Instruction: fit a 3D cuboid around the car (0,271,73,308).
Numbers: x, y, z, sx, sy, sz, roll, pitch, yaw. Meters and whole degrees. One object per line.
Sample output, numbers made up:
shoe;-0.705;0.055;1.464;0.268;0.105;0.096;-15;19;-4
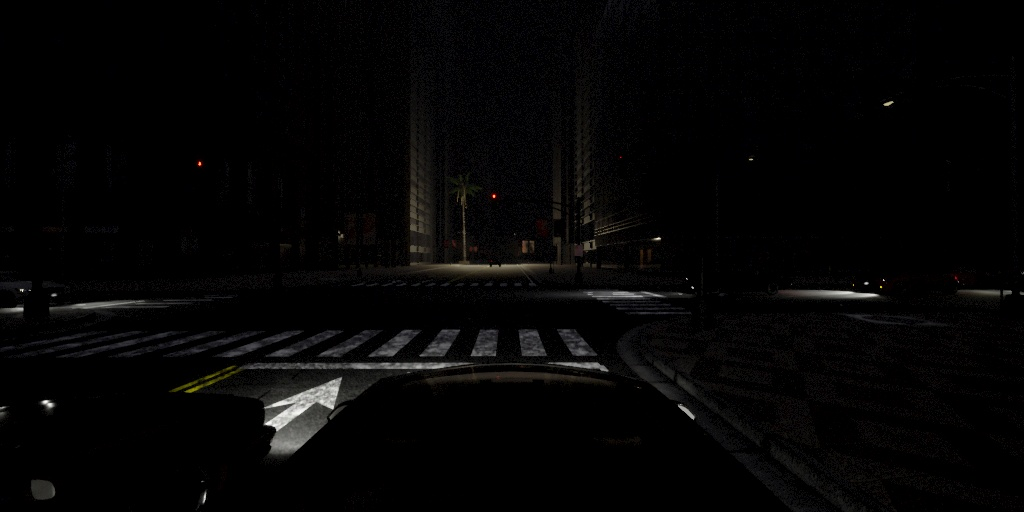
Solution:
car;-21.380;1.353;14.950;4.674;1.442;1.812;0;0;1

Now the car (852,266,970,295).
car;20.625;1.252;18.880;4.181;1.385;1.994;0;0;-1

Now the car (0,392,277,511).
car;-3.176;1.297;0.730;2.033;1.411;5.357;0;0;4

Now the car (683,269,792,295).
car;11.616;1.320;18.727;4.718;1.301;1.895;0;0;-1

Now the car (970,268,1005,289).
car;26.424;1.274;21.739;4.207;1.307;1.802;0;0;-1

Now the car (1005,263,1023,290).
car;29.971;1.012;19.044;4.553;1.767;2.097;0;0;-1
